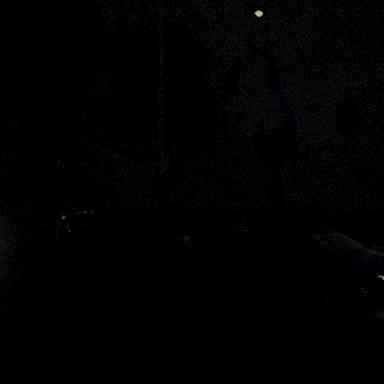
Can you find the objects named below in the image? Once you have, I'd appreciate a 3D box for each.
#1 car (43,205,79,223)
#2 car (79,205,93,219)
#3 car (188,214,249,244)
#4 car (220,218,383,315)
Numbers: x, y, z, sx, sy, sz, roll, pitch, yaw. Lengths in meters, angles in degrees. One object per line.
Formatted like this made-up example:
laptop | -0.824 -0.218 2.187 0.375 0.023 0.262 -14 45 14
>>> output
car | -12.307 1.996 30.412 2.128 1.511 4.902 0 -1 -34
car | -12.087 2.125 35.328 2.033 1.411 5.357 0 -1 -34
car | 1.576 1.692 15.164 1.994 1.385 4.181 0 -1 -34
car | 2.919 1.561 7.922 1.812 1.442 4.674 0 -1 -34
